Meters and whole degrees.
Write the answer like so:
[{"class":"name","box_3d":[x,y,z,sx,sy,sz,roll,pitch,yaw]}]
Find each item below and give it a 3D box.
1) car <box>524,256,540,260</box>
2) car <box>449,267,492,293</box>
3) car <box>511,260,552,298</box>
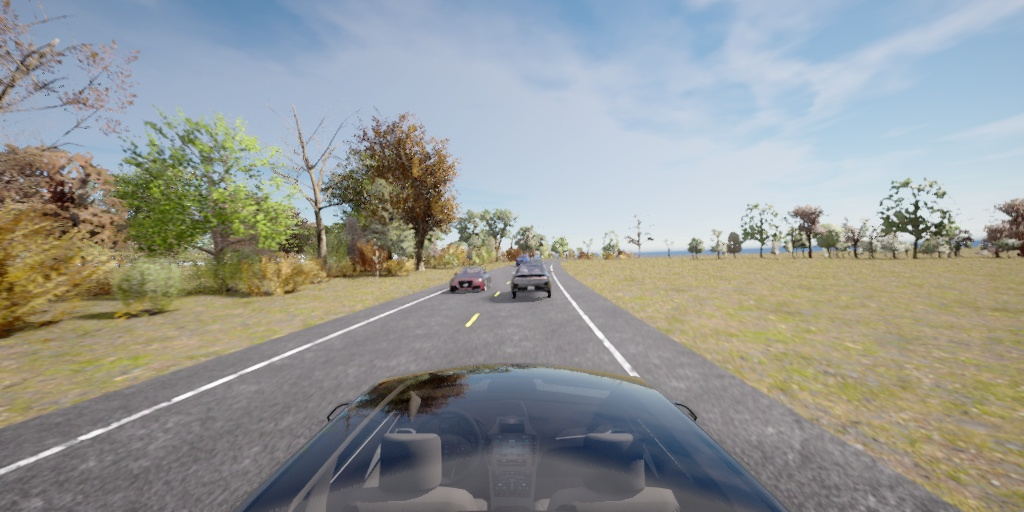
[{"class":"car","box_3d":[2.491,1.080,36.766,1.837,1.490,4.892,-2,0,5]},{"class":"car","box_3d":[-2.346,1.342,21.103,1.994,1.385,4.181,-2,0,4]},{"class":"car","box_3d":[0.991,1.159,17.934,2.128,1.511,4.902,-2,0,4]}]
